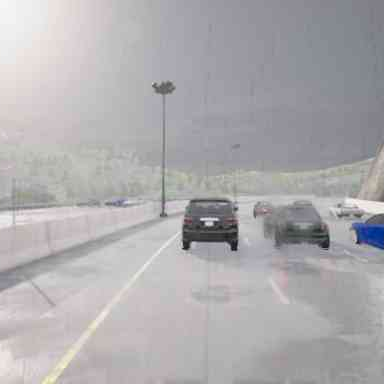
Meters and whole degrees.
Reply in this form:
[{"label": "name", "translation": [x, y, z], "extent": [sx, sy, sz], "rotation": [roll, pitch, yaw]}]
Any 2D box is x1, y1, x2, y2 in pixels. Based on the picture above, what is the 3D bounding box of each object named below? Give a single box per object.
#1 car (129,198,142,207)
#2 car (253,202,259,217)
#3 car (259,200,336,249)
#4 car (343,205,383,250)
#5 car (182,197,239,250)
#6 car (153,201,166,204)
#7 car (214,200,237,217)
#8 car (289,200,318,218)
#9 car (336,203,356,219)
[{"label": "car", "translation": [-8.038, 1.493, 45.991], "extent": [1.812, 1.442, 4.674], "rotation": [0, 0, 15]}, {"label": "car", "translation": [6.772, 1.567, 31.302], "extent": [1.994, 1.385, 4.181], "rotation": [0, 0, 11]}, {"label": "car", "translation": [4.409, 1.356, 14.692], "extent": [2.097, 1.767, 4.553], "rotation": [0, 0, 5]}, {"label": "car", "translation": [7.717, 1.489, 12.519], "extent": [1.882, 1.535, 5.008], "rotation": [0, 0, 4]}, {"label": "car", "translation": [0.846, 1.218, 14.479], "extent": [2.150, 2.045, 5.566], "rotation": [0, 0, 5]}, {"label": "car", "translation": [-4.135, 1.468, 47.046], "extent": [2.128, 1.511, 4.902], "rotation": [0, 0, 15]}, {"label": "car", "translation": [3.287, 1.521, 31.729], "extent": [1.812, 1.442, 4.674], "rotation": [0, 0, 11]}, {"label": "car", "translation": [10.259, 1.515, 30.948], "extent": [1.837, 1.490, 4.892], "rotation": [0, 0, 11]}, {"label": "car", "translation": [13.506, 1.618, 29.443], "extent": [1.895, 1.301, 4.718], "rotation": [0, 0, 11]}]
